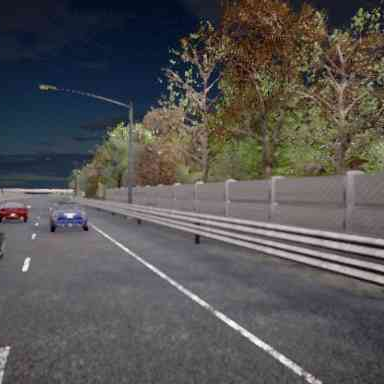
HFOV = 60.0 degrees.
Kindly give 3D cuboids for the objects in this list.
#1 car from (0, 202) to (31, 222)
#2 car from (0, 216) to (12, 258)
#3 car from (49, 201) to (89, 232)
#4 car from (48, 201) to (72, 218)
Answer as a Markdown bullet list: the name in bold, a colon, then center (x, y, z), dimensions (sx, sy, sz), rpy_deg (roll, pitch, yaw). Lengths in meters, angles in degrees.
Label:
- **car**: center (-14.093, 1.530, 26.615), dimensions (1.882, 1.535, 5.008), rpy_deg (1, 0, -24)
- **car**: center (-6.676, 1.609, 9.763), dimensions (1.895, 1.301, 4.718), rpy_deg (1, 0, -24)
- **car**: center (-7.850, 1.414, 21.073), dimensions (2.097, 1.767, 4.553), rpy_deg (1, 0, -24)
- **car**: center (-13.233, 1.647, 33.212), dimensions (2.033, 1.411, 5.357), rpy_deg (1, 0, -23)
